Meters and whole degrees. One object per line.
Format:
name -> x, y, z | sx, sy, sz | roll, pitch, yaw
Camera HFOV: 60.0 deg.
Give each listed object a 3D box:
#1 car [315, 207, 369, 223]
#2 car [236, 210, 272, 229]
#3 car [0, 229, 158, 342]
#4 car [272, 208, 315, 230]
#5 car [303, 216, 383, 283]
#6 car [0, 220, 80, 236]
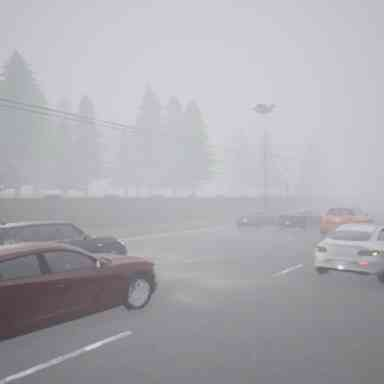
car -> 9.768, 1.699, 20.779 | 2.097, 1.767, 4.553 | -2, -2, 41
car -> 5.250, 2.098, 26.246 | 1.994, 1.385, 4.181 | -2, -2, 41
car -> -2.831, 1.667, 6.204 | 1.882, 1.535, 5.008 | -2, -2, 41
car -> 8.007, 1.925, 24.091 | 1.882, 1.535, 5.008 | -2, -2, 41
car -> 5.319, 1.695, 10.277 | 1.812, 1.442, 4.674 | -2, -2, 41
car -> -4.161, 1.647, 10.018 | 2.097, 1.767, 4.553 | -2, -2, 41
